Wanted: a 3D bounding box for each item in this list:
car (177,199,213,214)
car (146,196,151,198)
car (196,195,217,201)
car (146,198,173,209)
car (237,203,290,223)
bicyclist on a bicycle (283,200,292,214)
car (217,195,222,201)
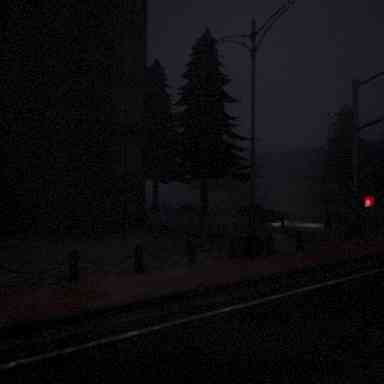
[{"bbox_3d":[0.129,1.821,36.908,1.994,1.385,4.181,1,0,-37],"label":"car"},{"bbox_3d":[-11.064,1.814,80.669,1.845,1.501,3.633,1,0,-37],"label":"car"},{"bbox_3d":[3.933,1.748,91.648,1.932,1.855,4.605,1,0,-37],"label":"car"},{"bbox_3d":[-4.778,1.896,49.643,1.895,1.301,4.718,1,0,-34],"label":"car"},{"bbox_3d":[6.137,1.738,28.962,1.882,1.535,5.008,1,0,-37],"label":"car"},{"bbox_3d":[10.304,1.645,35.849,1.656,1.620,0.582,0,0,-37],"label":"bicyclist on a bicycle"},{"bbox_3d":[6.019,1.761,93.712,1.905,1.878,3.866,1,0,-37],"label":"car"}]
